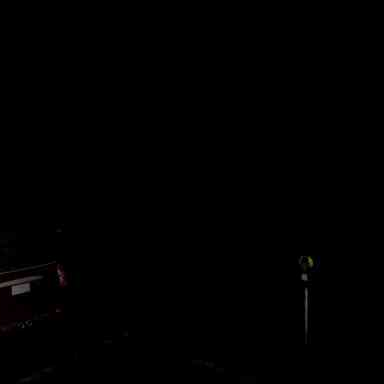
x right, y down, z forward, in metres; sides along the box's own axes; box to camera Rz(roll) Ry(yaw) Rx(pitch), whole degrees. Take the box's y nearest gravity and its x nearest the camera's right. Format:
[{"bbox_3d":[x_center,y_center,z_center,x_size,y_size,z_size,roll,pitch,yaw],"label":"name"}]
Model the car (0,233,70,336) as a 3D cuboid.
[{"bbox_3d":[-4.079,1.440,5.988,4.097,1.590,1.967,0,0,36],"label":"car"}]
